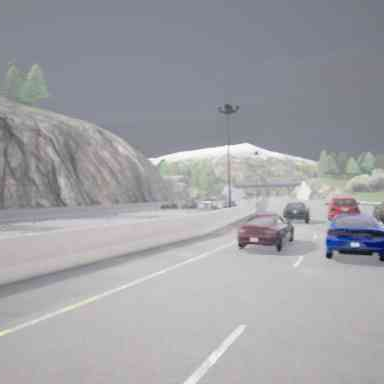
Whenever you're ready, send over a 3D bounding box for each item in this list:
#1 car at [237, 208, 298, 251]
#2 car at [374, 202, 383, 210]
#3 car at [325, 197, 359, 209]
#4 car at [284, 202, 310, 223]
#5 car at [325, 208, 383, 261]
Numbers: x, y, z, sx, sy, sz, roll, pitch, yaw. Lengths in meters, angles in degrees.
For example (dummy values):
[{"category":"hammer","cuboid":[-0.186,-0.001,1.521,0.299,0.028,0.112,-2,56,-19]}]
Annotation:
[{"category":"car","cuboid":[3.381,1.689,14.968,1.812,1.442,4.674,-1,-1,25]},{"category":"car","cuboid":[15.469,1.515,25.913,2.097,1.767,4.553,-1,-1,21]},{"category":"car","cuboid":[11.829,1.435,26.174,2.150,2.045,5.566,-1,-1,21]},{"category":"car","cuboid":[8.966,1.630,28.495,2.097,1.767,4.553,-1,-1,21]},{"category":"car","cuboid":[6.240,1.577,12.830,1.882,1.535,5.008,-1,-2,25]}]
